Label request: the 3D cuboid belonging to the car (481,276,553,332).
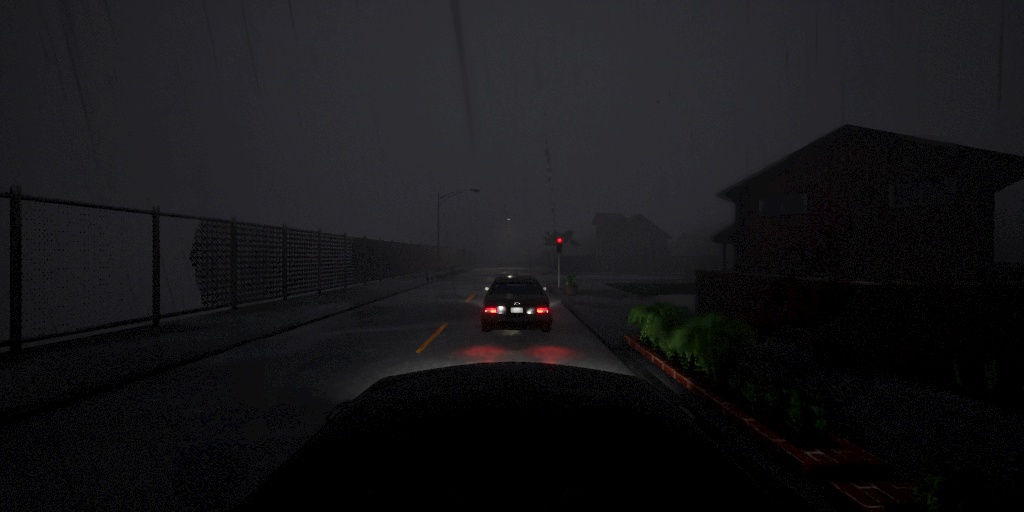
[{"bbox_3d":[0.116,1.297,10.780,2.033,1.411,5.357,0,0,0],"label":"car"}]
